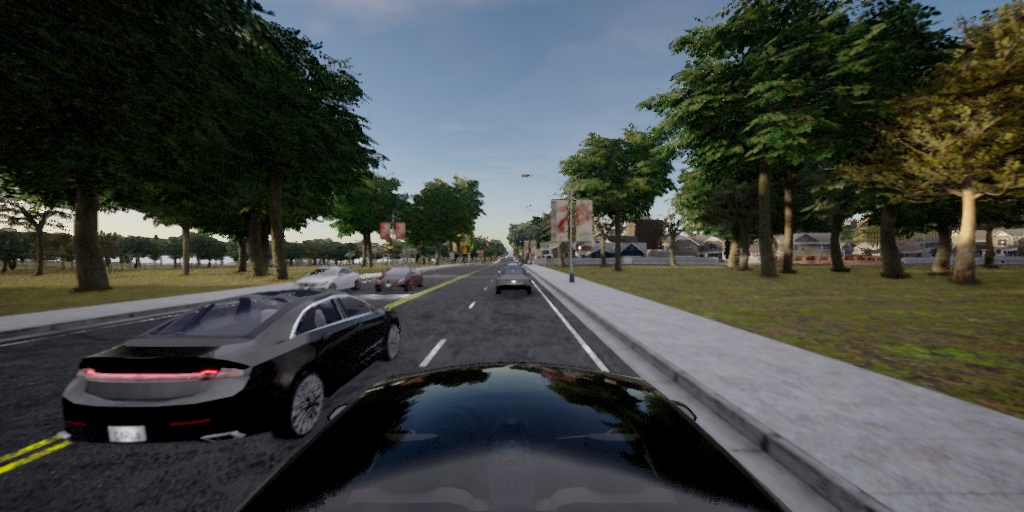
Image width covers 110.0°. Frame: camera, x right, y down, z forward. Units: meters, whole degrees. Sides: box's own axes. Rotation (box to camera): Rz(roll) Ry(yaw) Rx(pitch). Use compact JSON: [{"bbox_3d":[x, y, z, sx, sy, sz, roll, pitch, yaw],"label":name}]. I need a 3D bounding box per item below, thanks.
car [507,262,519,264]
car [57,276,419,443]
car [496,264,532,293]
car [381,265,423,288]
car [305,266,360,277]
[{"bbox_3d":[0.090,1.341,39.274,1.812,1.442,4.674,0,0,0],"label":"car"},{"bbox_3d":[-3.151,1.243,5.361,2.128,1.511,4.902,0,0,0],"label":"car"},{"bbox_3d":[0.094,1.332,20.834,1.994,1.385,4.181,0,0,0],"label":"car"},{"bbox_3d":[-6.596,1.294,21.437,1.812,1.442,4.674,0,0,0],"label":"car"},{"bbox_3d":[-9.848,1.291,19.478,1.812,1.442,4.674,0,0,0],"label":"car"}]
